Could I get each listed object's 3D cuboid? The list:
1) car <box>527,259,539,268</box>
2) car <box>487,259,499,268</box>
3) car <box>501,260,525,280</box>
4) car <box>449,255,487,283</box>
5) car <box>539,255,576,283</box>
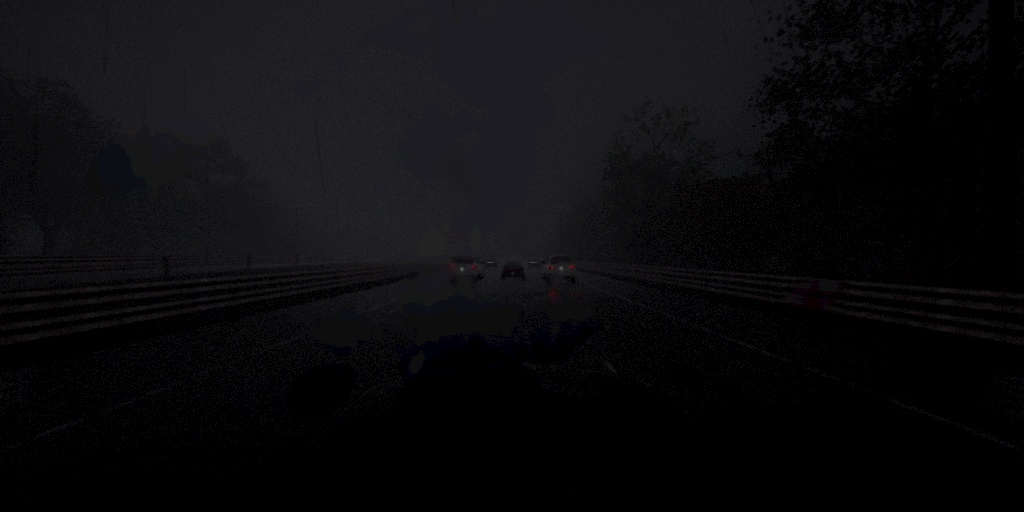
[{"bbox_3d":[3.630,1.241,60.570,2.128,1.511,4.902,0,0,0],"label":"car"},{"bbox_3d":[-3.373,1.241,60.687,2.128,1.511,4.902,0,0,0],"label":"car"},{"bbox_3d":[0.090,1.226,31.285,1.882,1.535,5.008,0,0,0],"label":"car"},{"bbox_3d":[-3.433,0.972,27.984,2.150,2.045,5.566,0,0,1],"label":"car"},{"bbox_3d":[3.566,0.972,27.943,2.150,2.045,5.566,0,0,0],"label":"car"}]
